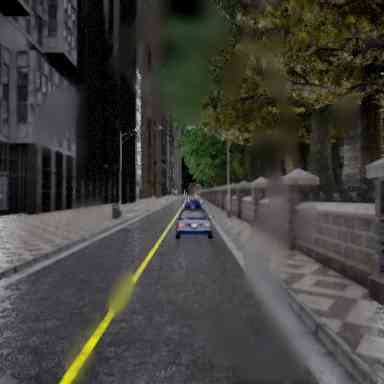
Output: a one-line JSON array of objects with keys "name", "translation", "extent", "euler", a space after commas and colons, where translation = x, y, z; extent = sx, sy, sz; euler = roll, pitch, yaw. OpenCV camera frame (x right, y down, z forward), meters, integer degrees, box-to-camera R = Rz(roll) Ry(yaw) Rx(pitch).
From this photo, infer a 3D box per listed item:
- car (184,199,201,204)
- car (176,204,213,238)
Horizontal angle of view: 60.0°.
[{"name": "car", "translation": [0.115, 1.534, 40.008], "extent": [1.882, 1.535, 5.008], "euler": [0, 0, 0]}, {"name": "car", "translation": [0.106, 1.581, 17.767], "extent": [2.033, 1.411, 5.357], "euler": [0, 0, 0]}]
